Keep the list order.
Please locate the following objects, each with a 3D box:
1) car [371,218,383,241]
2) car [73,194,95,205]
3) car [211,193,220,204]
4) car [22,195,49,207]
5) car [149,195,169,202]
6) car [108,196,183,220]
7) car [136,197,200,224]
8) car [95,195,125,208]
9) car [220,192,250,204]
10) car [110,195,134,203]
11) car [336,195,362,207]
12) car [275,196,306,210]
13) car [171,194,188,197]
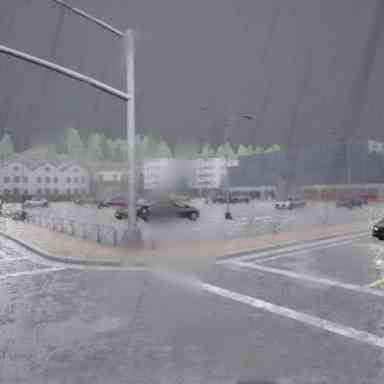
[{"bbox_3d":[10.099,1.406,14.991,5.357,1.411,2.033,-1,0,-39],"label":"car"},{"bbox_3d":[-18.288,1.334,58.214,4.605,1.855,1.932,-1,0,-39],"label":"car"},{"bbox_3d":[5.232,0.997,56.555,3.866,1.878,1.905,-1,0,-39],"label":"car"},{"bbox_3d":[-24.899,1.688,52.909,3.806,1.475,1.970,-1,0,-39],"label":"car"},{"bbox_3d":[-6.971,1.316,71.395,3.806,1.475,1.970,-1,0,-39],"label":"car"},{"bbox_3d":[-3.548,1.372,26.121,5.027,1.636,2.152,-1,0,-39],"label":"car"},{"bbox_3d":[-1.555,1.354,23.698,4.514,1.523,2.007,-1,0,-39],"label":"car"},{"bbox_3d":[-11.094,1.439,48.019,4.514,1.523,2.007,-1,0,-39],"label":"car"},{"bbox_3d":[7.362,0.989,54.537,4.605,1.855,1.932,-1,0,-39],"label":"car"},{"bbox_3d":[-14.767,1.487,69.877,4.514,1.523,2.007,-1,0,-39],"label":"car"},{"bbox_3d":[18.819,1.112,39.902,3.633,1.501,1.845,-1,0,-39],"label":"car"},{"bbox_3d":[11.156,1.226,37.619,3.806,1.475,1.970,-1,0,-39],"label":"car"},{"bbox_3d":[-2.727,1.180,66.572,5.027,1.636,2.152,-1,0,-39],"label":"car"}]
